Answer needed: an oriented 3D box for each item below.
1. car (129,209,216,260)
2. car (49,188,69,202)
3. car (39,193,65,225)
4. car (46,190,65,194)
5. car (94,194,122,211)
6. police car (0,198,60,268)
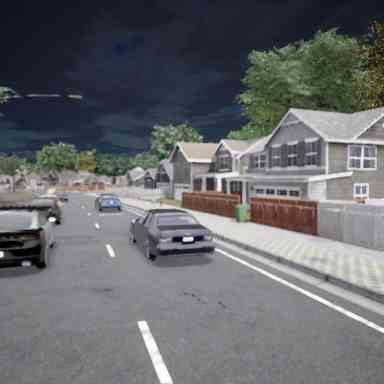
[{"bbox_3d":[-0.922,1.295,11.549,2.033,1.411,5.357,0,1,-19],"label":"car"},{"bbox_3d":[-16.862,0.546,42.560,2.033,1.411,5.357,-1,2,-24],"label":"car"},{"bbox_3d":[-8.652,1.066,19.522,1.837,1.490,4.892,0,1,-20],"label":"car"},{"bbox_3d":[-10.849,0.876,25.319,1.801,1.575,5.366,-1,1,-21],"label":"car"},{"bbox_3d":[-7.469,0.872,29.346,2.033,1.411,5.357,-1,2,-22],"label":"car"},{"bbox_3d":[-5.343,1.201,10.184,1.930,1.638,5.238,0,1,-19],"label":"police car"}]
